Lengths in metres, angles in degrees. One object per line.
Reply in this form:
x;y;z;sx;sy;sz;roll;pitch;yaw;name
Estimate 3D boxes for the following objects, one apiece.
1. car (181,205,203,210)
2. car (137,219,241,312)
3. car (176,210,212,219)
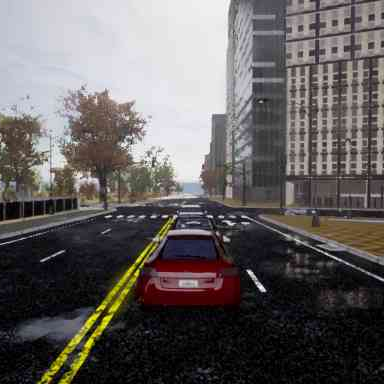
-0.008;1.544;21.283;2.033;1.411;5.357;0;0;0;car
-0.023;1.561;7.795;1.994;1.385;4.181;0;0;1;car
0.074;1.597;13.043;1.895;1.301;4.718;0;0;0;car
